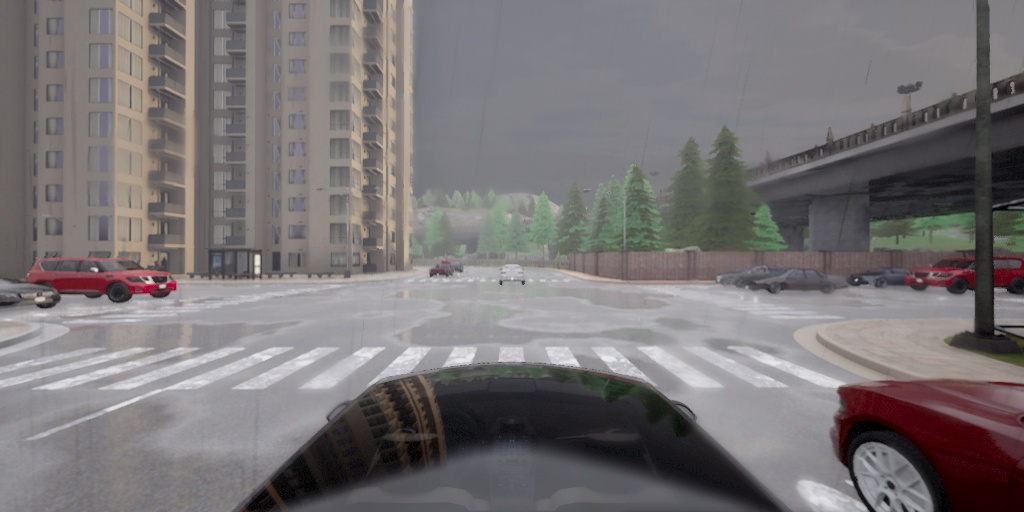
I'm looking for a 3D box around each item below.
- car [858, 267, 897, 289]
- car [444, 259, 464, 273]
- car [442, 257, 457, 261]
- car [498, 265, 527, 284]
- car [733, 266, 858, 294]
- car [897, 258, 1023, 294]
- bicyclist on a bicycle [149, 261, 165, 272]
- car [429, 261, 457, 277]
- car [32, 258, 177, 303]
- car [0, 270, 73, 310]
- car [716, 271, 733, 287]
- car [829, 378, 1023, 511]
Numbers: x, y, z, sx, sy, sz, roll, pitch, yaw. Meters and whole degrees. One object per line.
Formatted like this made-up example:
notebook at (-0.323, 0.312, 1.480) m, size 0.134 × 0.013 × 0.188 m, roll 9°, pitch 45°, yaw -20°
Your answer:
car at (25.372, 1.464, 24.327) m, size 4.181 × 1.385 × 1.994 m, roll 0°, pitch 0°, yaw 0°
car at (-7.451, 1.493, 47.711) m, size 2.033 × 1.411 × 5.357 m, roll 0°, pitch 0°, yaw -3°
car at (-9.901, 1.212, 58.075) m, size 2.150 × 2.045 × 5.566 m, roll 0°, pitch 0°, yaw -25°
car at (0.008, 1.388, 27.956) m, size 1.812 × 1.442 × 4.674 m, roll 0°, pitch 0°, yaw 0°
car at (16.292, 1.433, 20.814) m, size 5.357 × 1.411 × 2.033 m, roll 0°, pitch 0°, yaw 0°
car at (26.463, 1.106, 20.836) m, size 5.566 × 2.045 × 2.150 m, roll 0°, pitch 0°, yaw 0°
bicyclist on a bicycle at (-28.649, 1.224, 29.002) m, size 0.582 × 1.620 × 1.656 m, roll 0°, pitch 0°, yaw 0°
car at (-7.231, 1.502, 37.088) m, size 1.895 × 1.301 × 4.718 m, roll 0°, pitch 0°, yaw 0°
car at (-19.374, 1.093, 17.039) m, size 5.566 × 2.045 × 2.150 m, roll 0°, pitch 0°, yaw 0°
car at (-20.154, 1.383, 13.545) m, size 4.674 × 1.442 × 1.812 m, roll 0°, pitch 0°, yaw 0°
car at (16.498, 1.392, 24.314) m, size 4.902 × 1.511 × 2.128 m, roll 0°, pitch 0°, yaw 0°
car at (3.629, 1.224, 0.970) m, size 1.882 × 1.535 × 5.008 m, roll 0°, pitch 0°, yaw 0°
